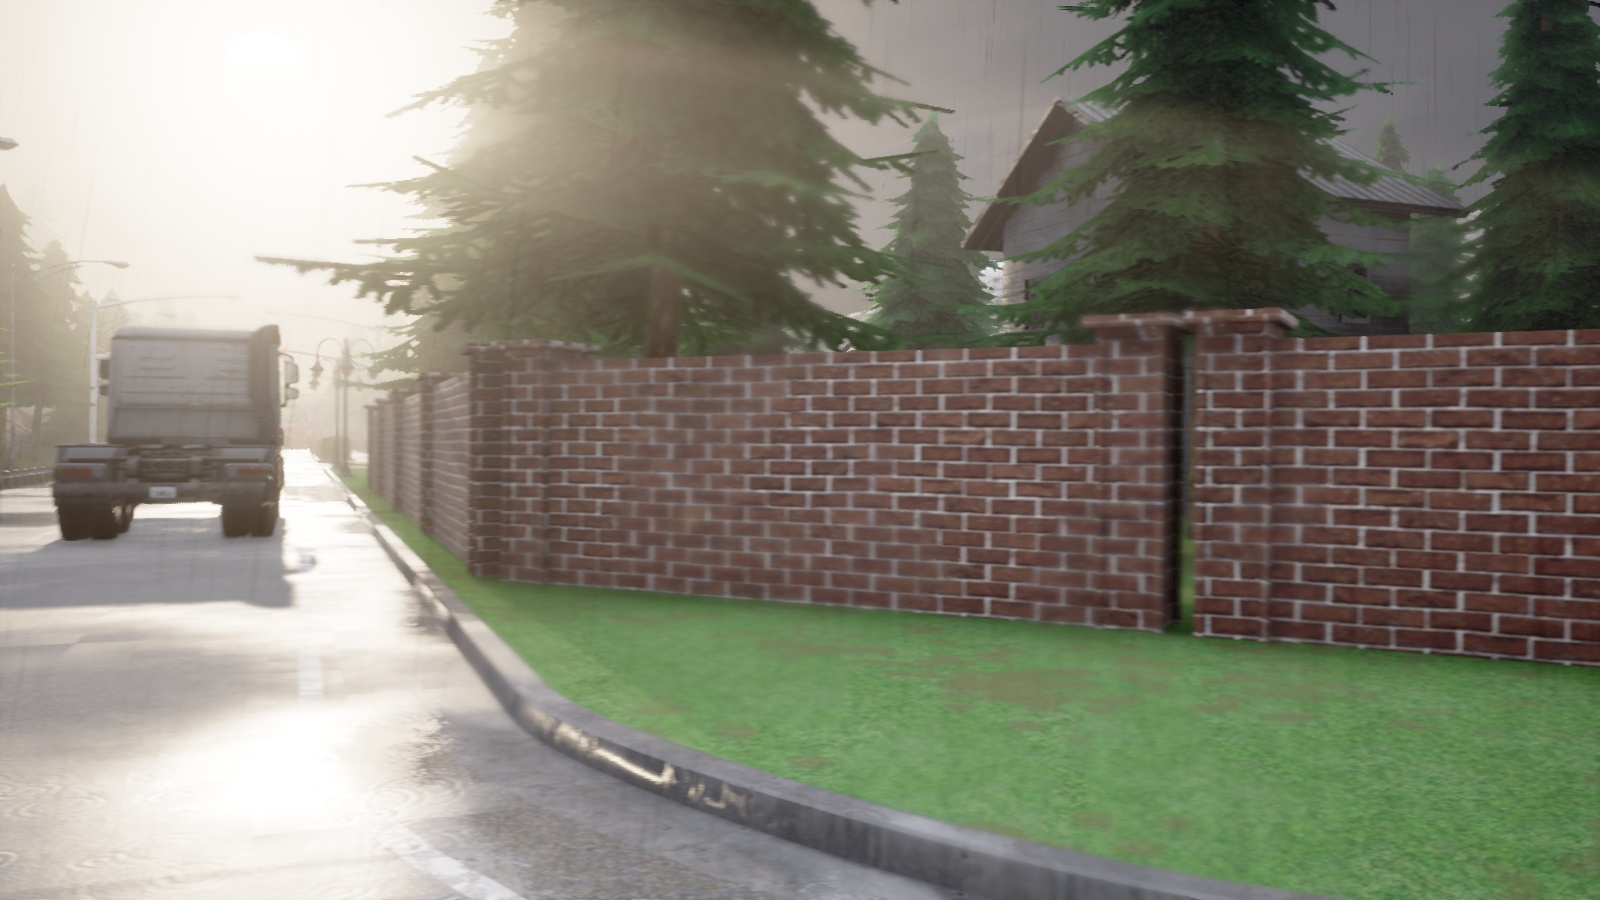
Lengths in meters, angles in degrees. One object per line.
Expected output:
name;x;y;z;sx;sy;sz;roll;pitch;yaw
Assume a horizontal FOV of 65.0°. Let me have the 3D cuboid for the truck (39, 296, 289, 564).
truck;-9.937;-0.284;20.445;2.891;3.462;7.936;-1;0;-22
